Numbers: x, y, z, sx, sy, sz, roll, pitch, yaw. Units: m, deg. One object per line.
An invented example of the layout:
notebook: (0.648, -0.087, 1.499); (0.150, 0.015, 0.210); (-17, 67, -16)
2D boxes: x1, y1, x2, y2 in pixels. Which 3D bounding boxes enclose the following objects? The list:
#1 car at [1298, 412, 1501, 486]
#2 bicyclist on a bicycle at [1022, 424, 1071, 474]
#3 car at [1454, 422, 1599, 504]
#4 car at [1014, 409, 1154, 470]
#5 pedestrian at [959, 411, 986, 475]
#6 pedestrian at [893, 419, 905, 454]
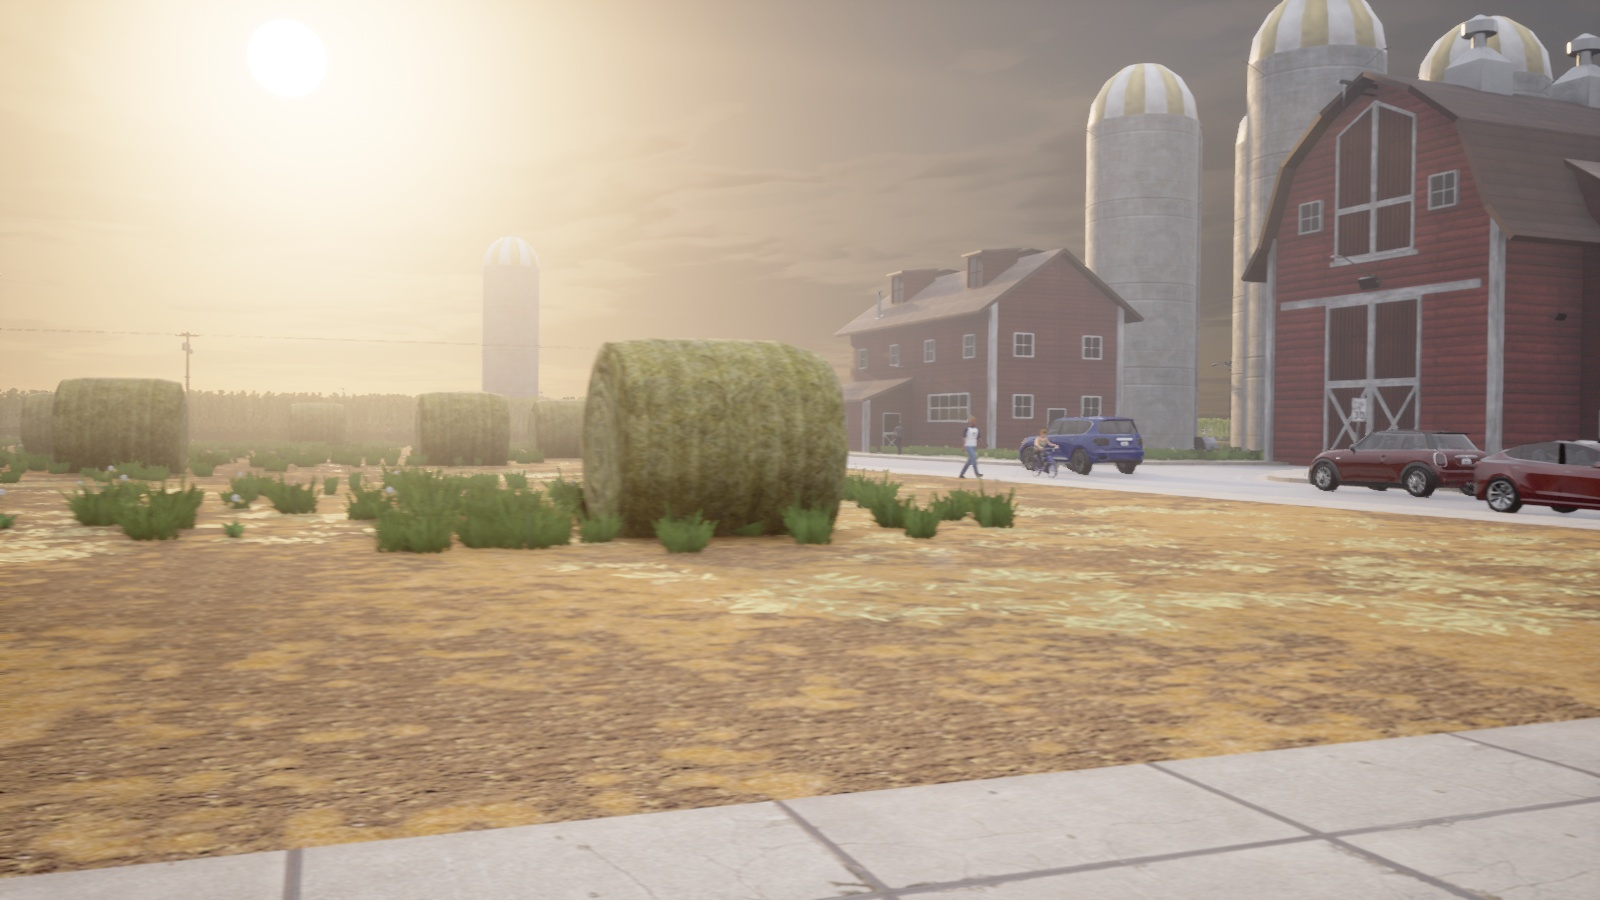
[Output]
car: (15.461, -0.069, 32.665); (2.097, 1.767, 4.553); (-1, 1, -22)
bicyclist on a bicycle: (8.140, -0.057, 41.502); (0.866, 1.612, 1.509); (-1, 1, -22)
car: (15.245, 0.216, 23.801); (2.163, 1.488, 4.792); (-1, 1, -22)
car: (10.216, -0.417, 45.729); (2.150, 2.045, 5.566); (-2, 2, -22)
pedestrian: (4.949, -0.208, 36.042); (0.354, 1.836, 0.706); (-1, 1, -40)
pedestrian: (5.474, -0.757, 69.312); (0.423, 1.949, 0.788); (-1, 1, -13)
